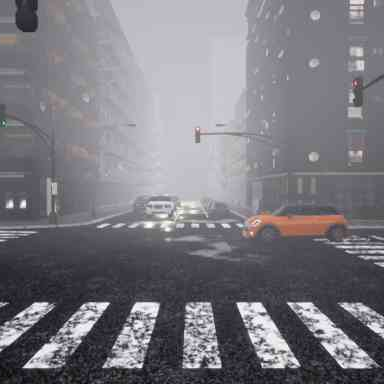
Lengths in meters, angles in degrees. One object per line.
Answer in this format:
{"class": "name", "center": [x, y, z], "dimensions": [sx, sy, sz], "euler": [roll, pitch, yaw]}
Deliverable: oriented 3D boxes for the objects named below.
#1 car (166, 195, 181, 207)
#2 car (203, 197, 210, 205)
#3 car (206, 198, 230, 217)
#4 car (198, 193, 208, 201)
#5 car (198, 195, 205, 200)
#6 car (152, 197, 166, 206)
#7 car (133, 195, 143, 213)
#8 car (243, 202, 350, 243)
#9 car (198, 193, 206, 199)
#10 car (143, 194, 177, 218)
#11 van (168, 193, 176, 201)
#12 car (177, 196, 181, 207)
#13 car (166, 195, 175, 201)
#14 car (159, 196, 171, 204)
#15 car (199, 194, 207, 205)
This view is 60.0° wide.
{"class": "car", "center": [-2.760, 1.334, 50.395], "dimensions": [2.097, 1.767, 4.553], "euler": [0, 0, 0]}
{"class": "car", "center": [2.612, 1.539, 36.921], "dimensions": [2.008, 1.369, 4.403], "euler": [-1, 0, 0]}
{"class": "car", "center": [2.604, 1.572, 31.382], "dimensions": [1.802, 1.307, 4.206], "euler": [-1, 0, 0]}
{"class": "car", "center": [2.679, 1.280, 81.235], "dimensions": [2.192, 1.841, 5.009], "euler": [-1, 0, 0]}
{"class": "car", "center": [2.700, 1.539, 92.313], "dimensions": [1.802, 1.307, 4.206], "euler": [-1, 0, 0]}
{"class": "car", "center": [-5.241, 1.563, 53.605], "dimensions": [1.802, 1.307, 4.206], "euler": [-1, 0, 0]}
{"class": "car", "center": [-5.271, 1.303, 36.993], "dimensions": [2.192, 1.841, 5.009], "euler": [-1, 0, 0]}
{"class": "car", "center": [4.683, 1.338, 15.404], "dimensions": [4.553, 1.767, 2.097], "euler": [-1, 0, 0]}
{"class": "car", "center": [2.674, 1.551, 75.696], "dimensions": [1.802, 1.307, 4.206], "euler": [-1, 0, 0]}
{"class": "car", "center": [-2.808, 1.212, 30.382], "dimensions": [2.150, 2.045, 5.566], "euler": [0, 0, 0]}
{"class": "van", "center": [-5.192, 1.302, 86.828], "dimensions": [1.690, 1.788, 3.998], "euler": [-1, 0, 0]}
{"class": "car", "center": [-2.785, 1.478, 40.332], "dimensions": [2.128, 1.511, 4.902], "euler": [0, 0, 0]}
{"class": "car", "center": [-5.199, 1.491, 81.120], "dimensions": [1.752, 1.417, 4.829], "euler": [-1, 0, 0]}
{"class": "car", "center": [-5.224, 1.557, 64.679], "dimensions": [1.802, 1.307, 4.206], "euler": [-1, 0, 0]}
{"class": "car", "center": [2.647, 1.523, 59.078], "dimensions": [1.887, 1.381, 4.507], "euler": [-1, 0, 0]}
